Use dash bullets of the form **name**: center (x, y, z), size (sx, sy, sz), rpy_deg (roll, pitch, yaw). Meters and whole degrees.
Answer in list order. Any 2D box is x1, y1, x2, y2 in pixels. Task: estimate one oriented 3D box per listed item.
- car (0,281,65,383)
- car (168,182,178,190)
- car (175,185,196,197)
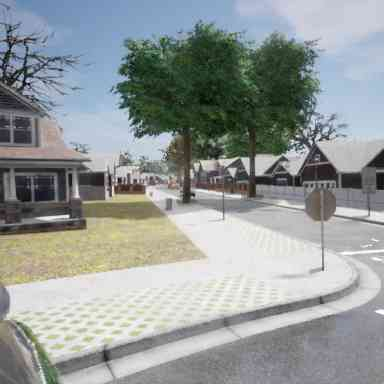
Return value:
- **car**: center (-2.677, 1.351, 1.071), size (4.553, 1.767, 2.097), rpy_deg (0, 0, -35)
- **car**: center (-4.330, -1.349, 86.864), size (1.882, 1.535, 5.008), rpy_deg (-2, 2, -9)
- **car**: center (-0.762, 0.037, 51.126), size (2.033, 1.411, 5.357), rpy_deg (-2, 2, -10)
